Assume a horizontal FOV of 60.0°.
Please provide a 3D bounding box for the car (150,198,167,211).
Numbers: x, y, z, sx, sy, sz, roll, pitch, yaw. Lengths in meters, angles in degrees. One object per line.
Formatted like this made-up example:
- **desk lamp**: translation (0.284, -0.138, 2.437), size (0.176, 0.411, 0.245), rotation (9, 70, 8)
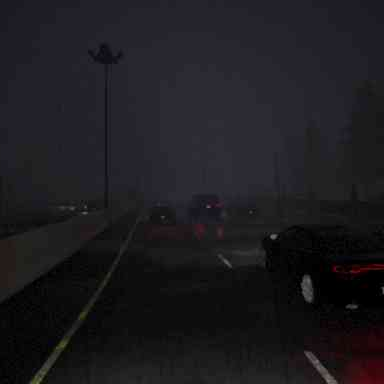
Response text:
- **car**: translation (-4.330, 1.541, 42.664), size (2.033, 1.411, 5.357), rotation (0, 0, -7)

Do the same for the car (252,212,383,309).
- **car**: translation (3.075, 1.466, 7.943), size (1.882, 1.535, 5.008), rotation (0, 0, -4)

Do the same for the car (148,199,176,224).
- **car**: translation (-2.226, 1.487, 24.704), size (2.128, 1.511, 4.902), rotation (0, 0, -7)

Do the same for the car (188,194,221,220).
- **car**: translation (0.939, 1.207, 27.813), size (2.150, 2.045, 5.566), rotation (0, 0, -7)

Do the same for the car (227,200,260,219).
- **car**: translation (4.353, 1.454, 28.732), size (1.882, 1.535, 5.008), rotation (0, 0, -7)
